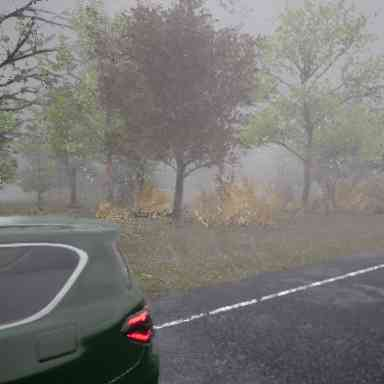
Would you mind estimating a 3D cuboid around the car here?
[{"bbox_3d":[-2.881,1.236,1.959,5.566,2.045,2.150,0,0,-35],"label":"car"}]
